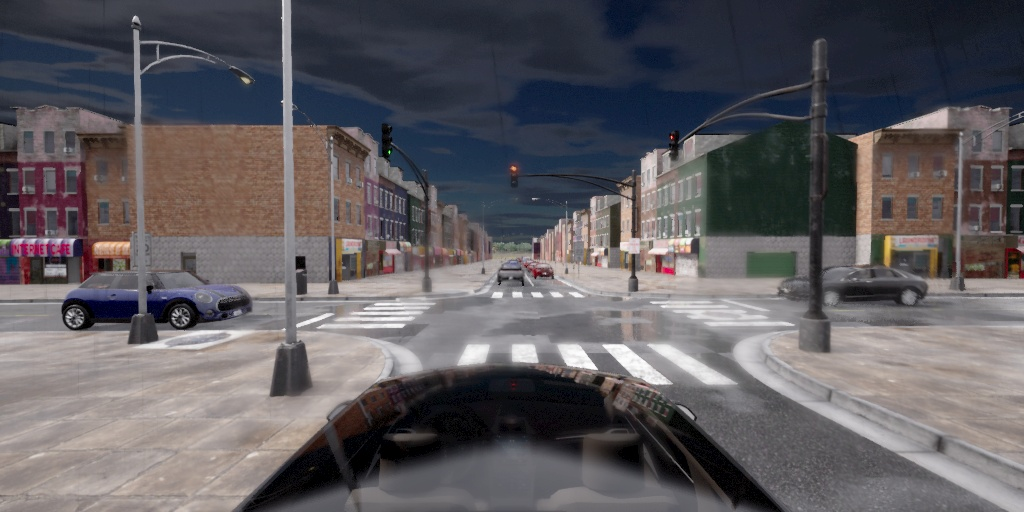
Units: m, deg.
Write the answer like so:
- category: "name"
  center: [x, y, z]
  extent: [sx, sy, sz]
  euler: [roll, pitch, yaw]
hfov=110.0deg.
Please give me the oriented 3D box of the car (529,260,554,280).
- category: "car"
  center: [2.700, 1.290, 31.640]
  extent: [1.888, 1.381, 4.507]
  euler: [0, 0, 0]

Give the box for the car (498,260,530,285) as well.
- category: "car"
  center: [-0.004, 1.237, 25.947]
  extent: [2.128, 1.511, 4.902]
  euler: [0, 0, 2]

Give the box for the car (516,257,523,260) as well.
- category: "car"
  center: [0.203, 1.271, 51.793]
  extent: [1.812, 1.442, 4.674]
  euler: [0, 0, 0]

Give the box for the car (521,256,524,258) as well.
- category: "car"
  center: [2.758, 1.185, 59.302]
  extent: [1.967, 1.591, 4.097]
  euler: [0, 0, 0]

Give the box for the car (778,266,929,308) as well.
- category: "car"
  center: [13.221, 1.140, 14.065]
  extent: [4.892, 1.490, 1.837]
  euler: [0, 1, 0]

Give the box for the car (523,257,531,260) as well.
- category: "car"
  center: [2.746, 1.290, 53.770]
  extent: [1.888, 1.381, 4.507]
  euler: [0, 0, 0]

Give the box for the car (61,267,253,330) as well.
- category: "car"
  center: [-10.791, 1.202, 11.170]
  extent: [4.553, 1.767, 2.097]
  euler: [0, 1, 0]
